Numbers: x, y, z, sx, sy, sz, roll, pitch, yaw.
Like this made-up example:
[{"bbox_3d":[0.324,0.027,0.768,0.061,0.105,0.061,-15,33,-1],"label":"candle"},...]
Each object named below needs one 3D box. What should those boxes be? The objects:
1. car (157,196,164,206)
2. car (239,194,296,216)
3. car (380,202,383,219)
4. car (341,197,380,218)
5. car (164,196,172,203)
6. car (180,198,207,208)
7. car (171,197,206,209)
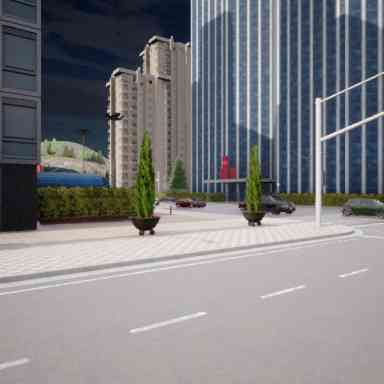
[{"bbox_3d":[-7.033,1.492,53.903,2.128,1.511,4.902,0,0,-36],"label":"car"},{"bbox_3d":[7.697,1.223,33.498,2.150,2.045,5.566,0,0,-36],"label":"car"},{"bbox_3d":[15.871,1.493,22.323,2.128,1.511,4.902,0,0,-36],"label":"car"},{"bbox_3d":[15.472,1.352,28.778,2.097,1.767,4.553,0,0,-36],"label":"car"},{"bbox_3d":[-5.354,1.498,69.722,2.128,1.511,4.902,0,0,-36],"label":"car"},{"bbox_3d":[0.229,1.564,49.790,1.994,1.385,4.181,0,0,-36],"label":"car"},{"bbox_3d":[-0.298,1.477,44.543,1.882,1.535,5.008,0,0,-36],"label":"car"}]
